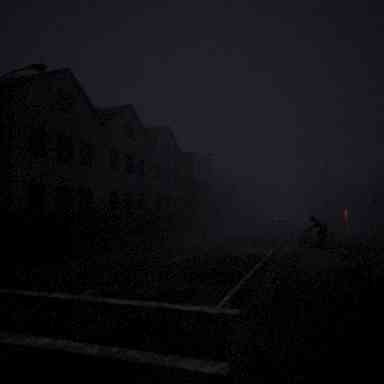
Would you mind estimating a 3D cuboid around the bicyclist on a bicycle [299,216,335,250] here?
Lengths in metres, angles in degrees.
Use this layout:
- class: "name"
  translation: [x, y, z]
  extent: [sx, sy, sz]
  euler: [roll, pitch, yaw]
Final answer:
- class: "bicyclist on a bicycle"
  translation: [6.078, 2.007, 16.289]
  extent: [1.656, 1.620, 0.582]
  euler: [-1, -3, 20]

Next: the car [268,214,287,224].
- class: "car"
  translation: [11.938, 3.746, 46.635]
  extent: [2.033, 1.411, 5.357]
  euler: [0, -4, 4]
